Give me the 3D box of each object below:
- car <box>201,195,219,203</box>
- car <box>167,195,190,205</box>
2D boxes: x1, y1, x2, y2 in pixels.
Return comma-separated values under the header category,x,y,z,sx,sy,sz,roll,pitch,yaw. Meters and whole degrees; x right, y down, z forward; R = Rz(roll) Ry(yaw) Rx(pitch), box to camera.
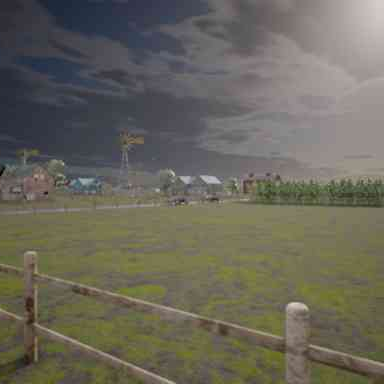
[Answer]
category,x,y,z,sx,sy,sz,roll,pitch,yaw
car,3.581,1.293,64.720,1.812,1.442,4.674,-1,0,35
car,-2.267,1.311,56.140,2.128,1.511,4.902,-1,0,35
